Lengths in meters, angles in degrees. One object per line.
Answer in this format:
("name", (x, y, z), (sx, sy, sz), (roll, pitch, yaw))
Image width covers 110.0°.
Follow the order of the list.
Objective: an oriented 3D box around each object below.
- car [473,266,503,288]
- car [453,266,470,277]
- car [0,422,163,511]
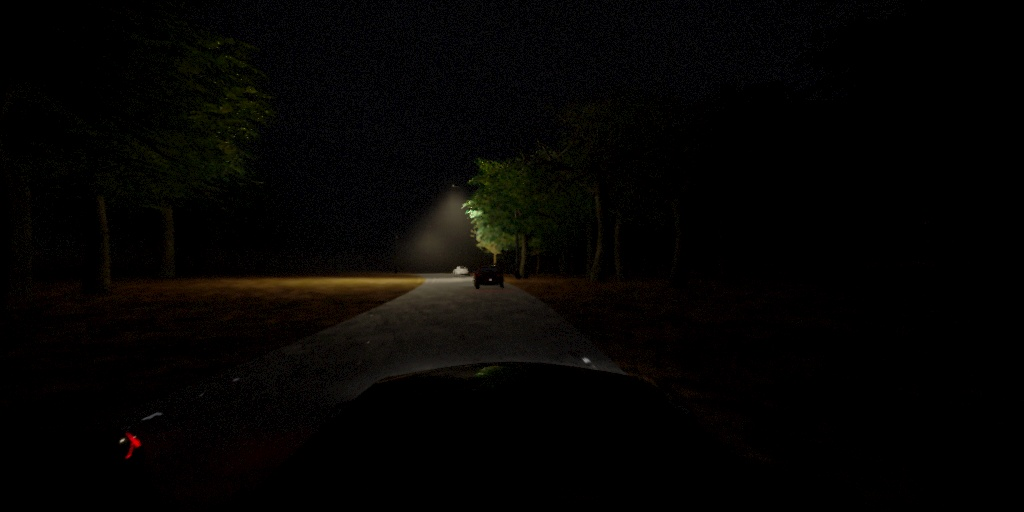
("car", (-1.775, 1.469, 26.133), (1.882, 1.535, 5.008), (0, -1, -8))
("car", (-7.245, 2.195, 50.930), (1.812, 1.442, 4.674), (-1, -1, -17))
("car", (-3.144, 1.315, 0.430), (1.994, 1.385, 4.181), (1, 0, 0))
